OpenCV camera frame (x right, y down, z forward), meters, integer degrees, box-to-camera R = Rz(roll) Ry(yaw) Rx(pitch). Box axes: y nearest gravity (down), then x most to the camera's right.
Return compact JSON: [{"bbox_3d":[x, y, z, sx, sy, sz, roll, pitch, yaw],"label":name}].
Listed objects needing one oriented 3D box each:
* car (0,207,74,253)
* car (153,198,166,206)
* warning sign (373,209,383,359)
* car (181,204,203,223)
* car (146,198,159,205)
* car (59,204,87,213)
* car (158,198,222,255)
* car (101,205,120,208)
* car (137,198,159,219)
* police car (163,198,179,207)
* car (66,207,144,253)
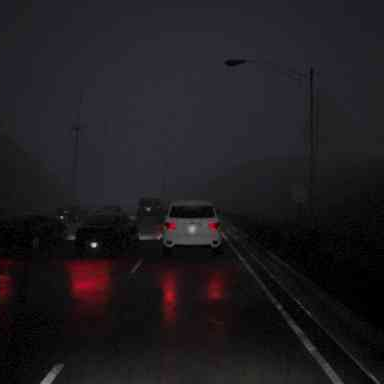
[{"bbox_3d":[-6.987,1.644,14.308,1.837,1.490,4.892,0,0,0],"label":"car"},{"bbox_3d":[-7.264,2.205,73.879,1.837,1.490,4.892,0,-1,-20],"label":"car"},{"bbox_3d":[3.052,1.153,3.879,1.300,1.860,1.060,0,-1,0],"label":"warning sign"},{"bbox_3d":[-0.010,1.805,29.410,1.812,1.442,4.674,0,0,-1],"label":"car"},{"bbox_3d":[-9.495,2.232,79.583,1.882,1.535,5.008,0,-1,-23],"label":"car"},{"bbox_3d":[-10.507,1.785,29.168,1.837,1.490,4.892,0,0,-1],"label":"car"},{"bbox_3d":[0.009,1.351,14.026,2.150,2.045,5.566,0,0,0],"label":"car"},{"bbox_3d":[-7.003,1.822,28.913,2.033,1.411,5.357,0,-1,-1],"label":"car"},{"bbox_3d":[-3.503,1.492,28.981,2.150,2.045,5.566,0,0,-1],"label":"car"},{"bbox_3d":[-4.149,2.035,64.276,1.930,1.638,5.238,0,-1,-16],"label":"police car"},{"bbox_3d":[-3.487,1.644,14.311,1.837,1.490,4.892,0,0,0],"label":"car"}]
